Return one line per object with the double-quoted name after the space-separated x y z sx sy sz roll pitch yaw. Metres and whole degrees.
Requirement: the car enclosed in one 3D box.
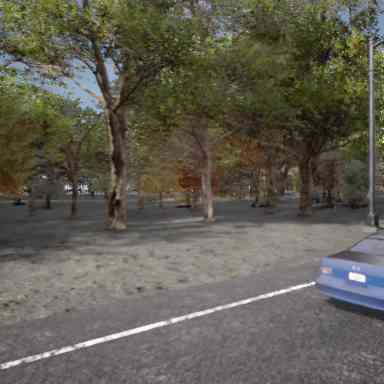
4.922 1.527 7.257 5.357 1.411 2.033 0 0 -35 "car"
